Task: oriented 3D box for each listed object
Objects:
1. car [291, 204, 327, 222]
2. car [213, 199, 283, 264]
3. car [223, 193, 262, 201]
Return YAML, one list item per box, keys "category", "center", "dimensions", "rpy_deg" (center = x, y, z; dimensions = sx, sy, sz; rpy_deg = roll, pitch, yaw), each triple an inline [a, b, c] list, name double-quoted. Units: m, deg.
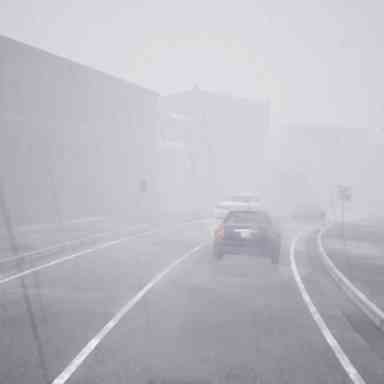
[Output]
- category: "car"
  center: [9.837, 1.680, 27.728]
  dimensions: [1.994, 1.385, 4.181]
  rpy_deg: [4, 1, 36]
- category: "car"
  center: [2.195, 1.336, 12.240]
  dimensions: [2.097, 1.767, 4.553]
  rpy_deg: [2, 0, 15]
- category: "car"
  center: [3.745, 1.095, 25.265]
  dimensions: [2.150, 2.045, 5.566]
  rpy_deg: [3, 1, 31]
